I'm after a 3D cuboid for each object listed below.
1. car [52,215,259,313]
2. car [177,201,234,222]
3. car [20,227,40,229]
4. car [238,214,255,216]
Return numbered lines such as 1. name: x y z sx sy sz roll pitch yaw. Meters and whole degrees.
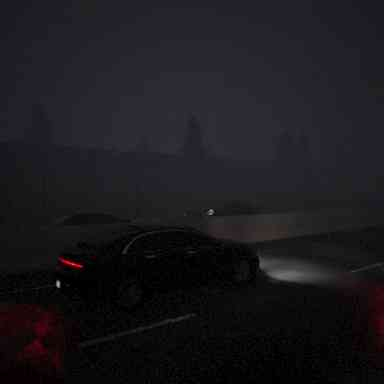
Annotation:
1. car: -0.552 1.485 7.663 4.892 1.490 1.837 0 0 -36
2. car: 1.080 1.492 26.302 4.181 1.385 1.994 0 0 -36
3. car: -4.669 1.508 13.569 4.674 1.442 1.812 0 0 -36
4. car: 2.239 1.285 22.827 4.553 1.767 2.097 0 0 -36
